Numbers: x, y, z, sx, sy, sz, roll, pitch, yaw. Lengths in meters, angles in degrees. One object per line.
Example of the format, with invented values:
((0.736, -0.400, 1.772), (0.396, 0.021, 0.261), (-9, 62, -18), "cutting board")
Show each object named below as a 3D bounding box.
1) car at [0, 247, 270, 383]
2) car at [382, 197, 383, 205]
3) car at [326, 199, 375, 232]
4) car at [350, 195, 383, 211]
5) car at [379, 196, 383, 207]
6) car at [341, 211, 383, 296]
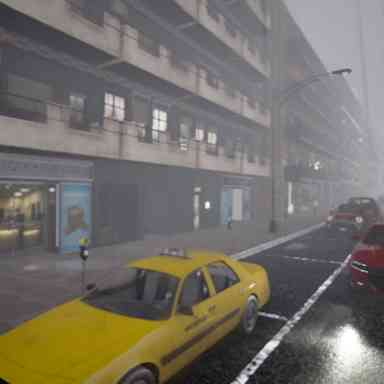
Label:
((-0.392, 1.513, 4.641), (1.752, 1.417, 4.829), (1, 0, 33), "car")
((33.587, 1.522, 56.705), (1.887, 1.381, 4.507), (1, 0, 33), "car")
((8.943, 1.427, 18.945), (1.967, 1.590, 4.097), (1, 0, 33), "car")
((12.025, 1.301, 23.664), (2.192, 1.841, 5.009), (1, 0, 33), "car")
((30.506, 1.419, 51.984), (1.967, 1.590, 4.097), (1, 0, 33), "car")
((5.229, 1.475, 8.334), (1.882, 1.535, 5.008), (0, 0, 33), "car")
